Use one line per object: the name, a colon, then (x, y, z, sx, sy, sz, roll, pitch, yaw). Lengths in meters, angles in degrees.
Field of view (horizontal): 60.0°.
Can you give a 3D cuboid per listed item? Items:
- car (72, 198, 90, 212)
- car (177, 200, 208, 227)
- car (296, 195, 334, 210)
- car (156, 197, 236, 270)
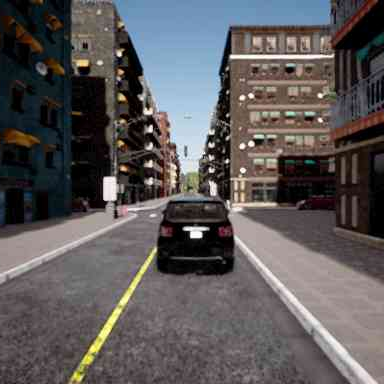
car: (-13.513, 1.364, 36.610, 4.097, 1.590, 1.967, -1, 1, 0)
car: (0.016, 1.377, 22.538, 1.837, 1.490, 4.892, 0, 0, 0)
car: (13.591, 1.107, 36.504, 4.097, 1.590, 1.967, -1, 1, 0)
car: (0.105, 1.156, 10.965, 2.150, 2.045, 5.566, 0, 0, 0)
